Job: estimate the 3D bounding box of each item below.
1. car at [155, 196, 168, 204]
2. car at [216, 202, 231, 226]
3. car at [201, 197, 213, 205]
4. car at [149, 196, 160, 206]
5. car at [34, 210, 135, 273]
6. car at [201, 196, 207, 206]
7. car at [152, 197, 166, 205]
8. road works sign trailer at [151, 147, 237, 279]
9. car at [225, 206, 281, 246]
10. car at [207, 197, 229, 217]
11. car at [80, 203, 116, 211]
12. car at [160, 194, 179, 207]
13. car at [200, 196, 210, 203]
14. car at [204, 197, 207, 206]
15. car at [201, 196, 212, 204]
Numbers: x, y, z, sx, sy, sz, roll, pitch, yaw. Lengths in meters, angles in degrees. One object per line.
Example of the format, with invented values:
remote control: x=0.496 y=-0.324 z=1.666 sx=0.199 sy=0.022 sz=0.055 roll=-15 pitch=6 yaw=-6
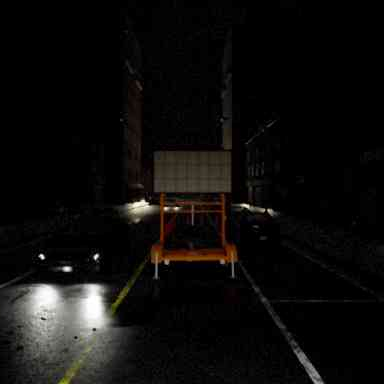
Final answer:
car: x=-5.829 y=1.547 z=64.472 sx=2.008 sy=1.369 sz=4.403 roll=-1 pitch=0 yaw=0
car: x=2.734 y=1.535 z=20.438 sx=1.887 sy=1.381 sz=4.507 roll=-1 pitch=0 yaw=0
car: x=2.701 y=1.539 z=58.973 sx=1.887 sy=1.381 sz=4.507 roll=-1 pitch=0 yaw=0
car: x=-5.821 y=1.432 z=53.461 sx=1.967 sy=1.590 sz=4.097 roll=-1 pitch=0 yaw=0
car: x=-3.109 y=1.541 z=10.947 sx=2.033 sy=1.411 sz=5.357 roll=0 pitch=0 yaw=0
car: x=2.706 y=1.558 z=53.469 sx=1.947 sy=1.339 sz=4.313 roll=-1 pitch=0 yaw=0
car: x=-5.824 y=1.560 z=58.967 sx=1.947 sy=1.339 sz=4.313 roll=-1 pitch=0 yaw=0
road works sign trailer: x=0.016 y=0.458 z=10.033 sx=2.380 sy=3.560 sz=2.880 roll=0 pitch=0 yaw=-3
car: x=2.739 y=1.543 z=14.932 sx=2.008 sy=1.369 sz=4.403 roll=-1 pitch=0 yaw=0
car: x=2.723 y=1.429 z=31.448 sx=1.967 sy=1.590 sz=4.097 roll=-1 pitch=0 yaw=0
car: x=-5.792 y=1.430 z=20.431 sx=1.967 sy=1.590 sz=4.097 roll=-1 pitch=0 yaw=0
car: x=-3.136 y=1.216 z=51.017 sx=2.150 sy=2.045 sz=5.566 roll=0 pitch=0 yaw=0
car: x=2.692 y=1.544 z=69.984 sx=1.887 sy=1.381 sz=4.507 roll=-1 pitch=0 yaw=0
car: x=2.720 y=1.534 z=36.953 sx=1.887 sy=1.381 sz=4.507 roll=-1 pitch=0 yaw=0
car: x=2.696 y=1.541 z=64.479 sx=1.887 sy=1.381 sz=4.507 roll=-1 pitch=0 yaw=0
